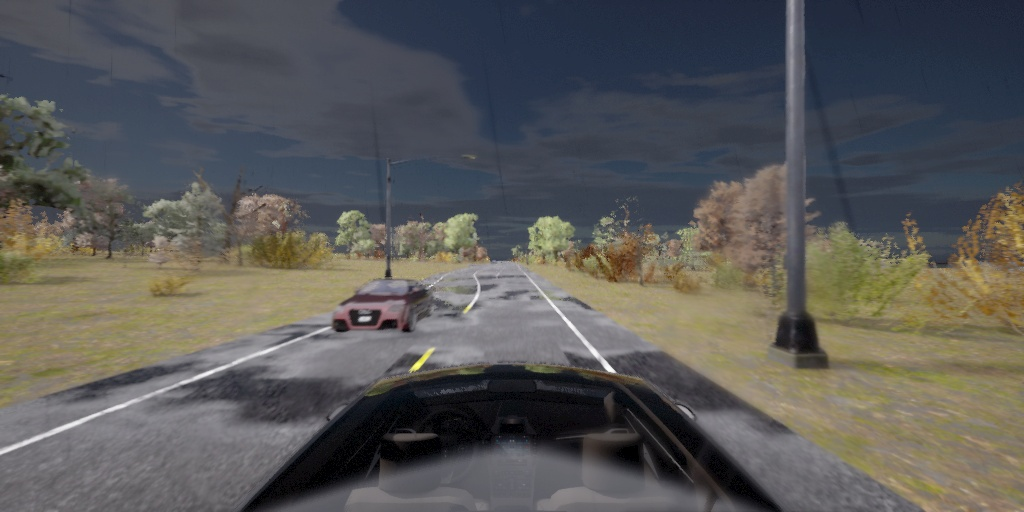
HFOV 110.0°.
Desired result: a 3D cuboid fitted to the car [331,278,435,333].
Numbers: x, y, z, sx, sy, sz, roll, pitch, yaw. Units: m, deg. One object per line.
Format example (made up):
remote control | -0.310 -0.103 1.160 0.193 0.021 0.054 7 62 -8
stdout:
car | -3.655 1.380 10.854 1.994 1.385 4.181 0 0 -1
